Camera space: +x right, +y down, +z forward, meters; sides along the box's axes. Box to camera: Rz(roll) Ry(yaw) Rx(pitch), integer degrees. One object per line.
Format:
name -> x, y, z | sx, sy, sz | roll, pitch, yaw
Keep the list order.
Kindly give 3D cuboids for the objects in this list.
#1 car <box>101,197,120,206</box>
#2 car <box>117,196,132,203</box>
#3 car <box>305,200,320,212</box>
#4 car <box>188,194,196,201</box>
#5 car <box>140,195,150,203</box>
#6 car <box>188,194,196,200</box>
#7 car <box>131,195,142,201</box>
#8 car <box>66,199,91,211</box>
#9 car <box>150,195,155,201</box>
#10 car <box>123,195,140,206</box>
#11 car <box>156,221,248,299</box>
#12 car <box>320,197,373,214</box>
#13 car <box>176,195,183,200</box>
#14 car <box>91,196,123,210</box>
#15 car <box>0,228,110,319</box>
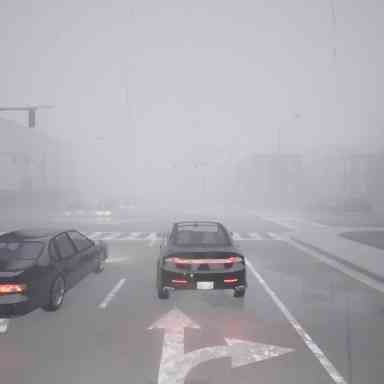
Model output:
car -> -14.070, 1.547, 57.700 | 2.033, 1.411, 5.357 | 0, 0, 0
car -> -13.989, 1.540, 69.395 | 2.033, 1.411, 5.357 | 0, 0, 0
car -> 15.718, 1.492, 38.745 | 4.902, 1.511, 2.128 | 0, 0, 0
car -> 0.013, 1.500, 81.805 | 1.837, 1.490, 4.892 | 0, 0, 0
car -> -10.490, 1.517, 68.730 | 2.128, 1.511, 4.902 | 0, 0, 0
car -> 0.014, 1.355, 92.893 | 2.097, 1.767, 4.553 | 0, 0, 0
car -> -13.987, 1.536, 84.209 | 1.994, 1.385, 4.181 | 0, 0, 0
car -> -14.092, 1.601, 41.775 | 1.895, 1.301, 4.718 | 0, 0, 0
car -> -10.487, 1.467, 83.267 | 1.882, 1.535, 5.008 | 0, 0, 0
car -> -10.575, 1.352, 56.100 | 2.097, 1.767, 4.553 | 0, 0, 0
car -> 0.116, 1.492, 8.488 | 2.128, 1.511, 4.902 | 0, 0, -3
car -> 16.546, 1.352, 35.245 | 4.553, 1.767, 2.097 | 0, 0, 0
car -> -3.486, 1.524, 92.909 | 1.812, 1.442, 4.674 | 0, 0, 0
car -> -10.592, 1.493, 42.013 | 2.128, 1.511, 4.902 | 0, 0, 0
car -> -3.430, 1.547, 7.684 | 2.033, 1.411, 5.357 | 0, 0, 0
